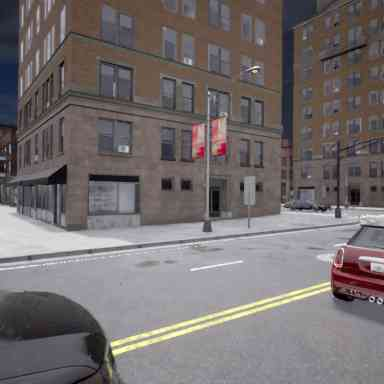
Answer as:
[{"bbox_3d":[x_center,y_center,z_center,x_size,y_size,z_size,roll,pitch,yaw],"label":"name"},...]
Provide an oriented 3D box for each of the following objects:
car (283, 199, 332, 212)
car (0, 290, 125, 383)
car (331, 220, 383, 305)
[{"bbox_3d":[12.897,1.470,37.465,2.033,1.411,5.357,1,0,-36],"label":"car"},{"bbox_3d":[-2.978,1.221,1.309,5.566,2.045,2.150,0,0,-36],"label":"car"},{"bbox_3d":[5.017,1.355,7.105,4.553,1.767,2.097,0,0,-36],"label":"car"}]
